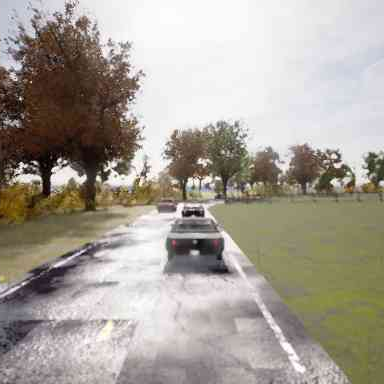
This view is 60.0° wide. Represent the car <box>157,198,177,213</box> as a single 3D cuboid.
[{"bbox_3d":[-2.738,1.434,37.018,1.882,1.535,5.008,0,0,1],"label":"car"}]

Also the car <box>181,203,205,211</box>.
[{"bbox_3d":[0.100,1.580,27.895,1.895,1.301,4.718,0,0,0],"label":"car"}]

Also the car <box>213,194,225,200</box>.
[{"bbox_3d":[6.441,1.150,77.168,1.837,1.490,4.892,0,1,24],"label":"car"}]

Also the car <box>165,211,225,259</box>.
[{"bbox_3d":[0.095,1.599,12.579,1.895,1.301,4.718,0,0,0],"label":"car"}]
